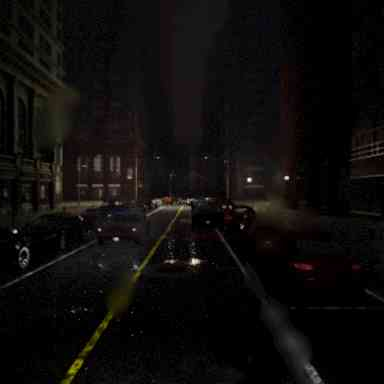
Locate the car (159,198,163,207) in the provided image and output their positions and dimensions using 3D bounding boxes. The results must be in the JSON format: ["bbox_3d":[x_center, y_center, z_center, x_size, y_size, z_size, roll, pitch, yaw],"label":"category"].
[{"bbox_3d":[-5.783,1.703,47.924,1.947,1.339,4.313,0,0,0],"label":"car"}]

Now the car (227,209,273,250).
[{"bbox_3d":[2.755,1.617,14.113,1.802,1.307,4.206,0,0,0],"label":"car"}]

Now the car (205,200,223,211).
[{"bbox_3d":[2.744,1.684,42.293,1.947,1.339,4.313,0,0,0],"label":"car"}]

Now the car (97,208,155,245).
[{"bbox_3d":[-3.106,1.640,15.886,1.895,1.301,4.718,0,0,0],"label":"car"}]

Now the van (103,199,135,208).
[{"bbox_3d":[-5.775,1.407,25.379,1.690,1.788,3.998,0,0,0],"label":"van"}]

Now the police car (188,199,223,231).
[{"bbox_3d":[0.893,1.479,21.113,1.930,1.638,5.238,0,0,0],"label":"police car"}]

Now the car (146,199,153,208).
[{"bbox_3d":[-5.779,1.682,36.651,1.802,1.307,4.206,0,0,0],"label":"car"}]

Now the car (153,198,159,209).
[{"bbox_3d":[-5.781,1.684,42.287,1.947,1.339,4.313,0,0,0],"label":"car"}]

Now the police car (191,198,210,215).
[{"bbox_3d":[0.854,1.527,37.112,1.930,1.638,5.238,0,0,0],"label":"police car"}]

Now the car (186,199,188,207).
[{"bbox_3d":[-0.020,1.764,55.406,1.895,1.301,4.718,0,0,0],"label":"car"}]

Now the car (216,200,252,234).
[{"bbox_3d":[2.752,1.490,19.750,1.967,1.590,4.097,0,0,0],"label":"car"}]

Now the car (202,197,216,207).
[{"bbox_3d":[2.739,1.597,53.566,1.967,1.590,4.097,0,0,0],"label":"car"}]

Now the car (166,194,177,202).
[{"bbox_3d":[-4.469,1.400,72.550,4.553,1.767,2.097,0,0,38],"label":"car"}]

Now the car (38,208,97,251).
[{"bbox_3d":[-5.770,1.585,14.104,2.008,1.369,4.403,0,0,0],"label":"car"}]

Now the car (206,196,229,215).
[{"bbox_3d":[2.745,1.415,36.658,2.192,1.841,5.009,0,0,0],"label":"car"}]

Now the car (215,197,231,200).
[{"bbox_3d":[2.747,1.398,31.021,2.192,1.841,5.009,0,0,0],"label":"car"}]

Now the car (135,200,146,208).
[{"bbox_3d":[-5.777,1.607,30.844,1.752,1.417,4.829,0,0,0],"label":"car"}]

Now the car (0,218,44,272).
[{"bbox_3d":[-5.768,1.586,8.468,1.947,1.339,4.313,0,0,0],"label":"car"}]

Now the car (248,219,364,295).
[{"bbox_3d":[2.757,1.603,8.476,1.802,1.307,4.206,0,0,0],"label":"car"}]

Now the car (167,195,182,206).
[{"bbox_3d":[-3.021,1.740,59.989,1.837,1.490,4.892,0,0,0],"label":"car"}]

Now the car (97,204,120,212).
[{"bbox_3d":[-5.772,1.632,19.741,1.802,1.307,4.206,0,0,0],"label":"car"}]

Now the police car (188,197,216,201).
[{"bbox_3d":[0.857,1.508,31.113,1.930,1.638,5.238,0,0,0],"label":"police car"}]

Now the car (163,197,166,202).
[{"bbox_3d":[-5.785,1.707,53.561,2.008,1.369,4.403,0,0,0],"label":"car"}]
